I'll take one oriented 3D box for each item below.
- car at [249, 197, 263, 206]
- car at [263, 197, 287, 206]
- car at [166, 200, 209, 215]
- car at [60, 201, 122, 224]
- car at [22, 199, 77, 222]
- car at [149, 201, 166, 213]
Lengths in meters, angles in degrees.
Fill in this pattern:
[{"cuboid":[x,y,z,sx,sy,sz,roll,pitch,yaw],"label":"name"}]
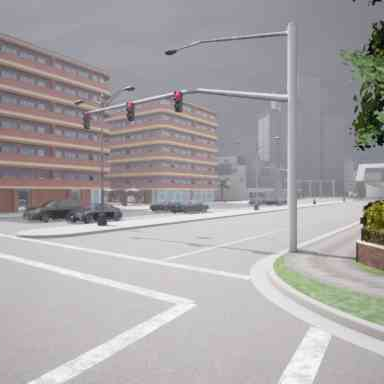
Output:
[{"cuboid":[11.580,1.555,56.572,2.033,1.411,5.357,0,0,36],"label":"car"},{"cuboid":[13.697,1.601,53.555,1.895,1.301,4.718,0,0,36],"label":"car"},{"cuboid":[-0.230,1.599,34.589,1.895,1.301,4.718,0,0,36],"label":"car"},{"cuboid":[-7.259,1.564,24.929,1.994,1.385,4.181,0,0,36],"label":"car"},{"cuboid":[-10.749,1.353,26.092,2.097,1.767,4.553,0,0,36],"label":"car"},{"cuboid":[-2.585,1.601,37.297,1.895,1.301,4.718,0,0,36],"label":"car"}]
